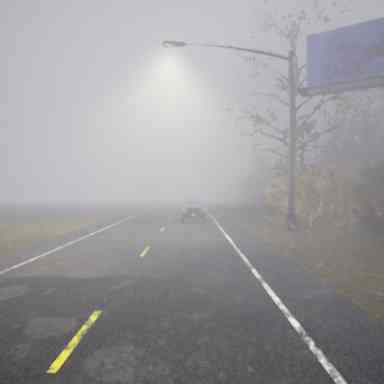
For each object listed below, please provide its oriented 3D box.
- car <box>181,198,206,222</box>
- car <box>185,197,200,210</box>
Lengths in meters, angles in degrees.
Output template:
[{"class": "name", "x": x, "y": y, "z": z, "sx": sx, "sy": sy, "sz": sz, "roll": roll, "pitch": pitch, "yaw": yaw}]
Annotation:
[{"class": "car", "x": 0.099, "y": 1.469, "z": 25.838, "sx": 1.812, "sy": 1.442, "sz": 4.674, "roll": 0, "pitch": 0, "yaw": 0}, {"class": "car", "x": 0.095, "y": 1.433, "z": 41.954, "sx": 1.812, "sy": 1.442, "sz": 4.674, "roll": 0, "pitch": 0, "yaw": 0}]
